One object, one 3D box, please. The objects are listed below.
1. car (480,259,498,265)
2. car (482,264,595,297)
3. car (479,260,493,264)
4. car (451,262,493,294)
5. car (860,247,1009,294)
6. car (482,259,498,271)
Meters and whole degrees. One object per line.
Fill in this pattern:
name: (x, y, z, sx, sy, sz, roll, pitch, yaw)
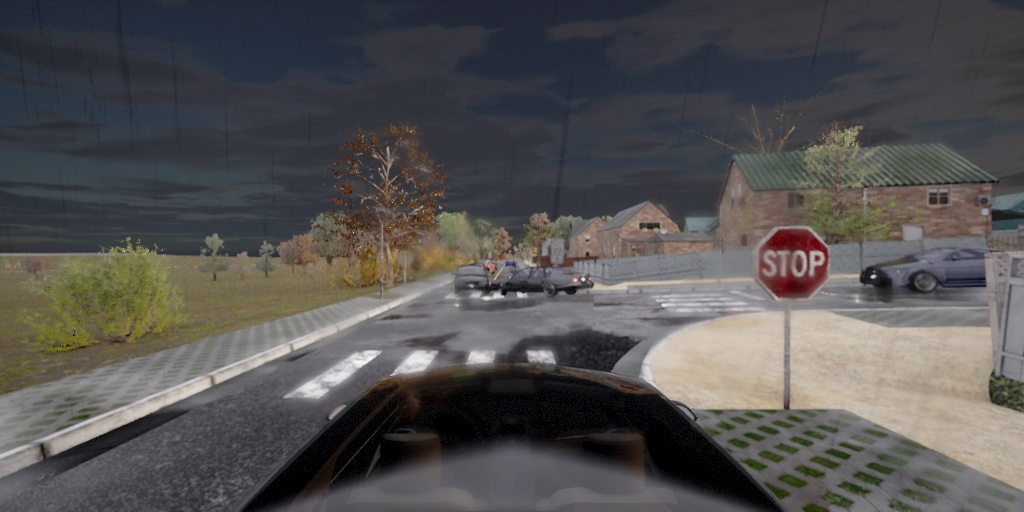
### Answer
car: (-2.997, 1.128, 40.086, 2.097, 1.767, 4.553, 0, 0, 0)
car: (1.278, 1.201, 17.374, 5.357, 1.411, 2.033, -4, -3, 43)
car: (-2.961, 1.313, 30.082, 2.033, 1.411, 5.357, 0, 0, 0)
car: (-2.321, 1.261, 20.270, 1.837, 1.490, 4.892, 0, 0, -8)
car: (14.352, 0.415, 11.803, 4.181, 1.385, 1.994, -3, 0, 16)
car: (-3.022, 1.264, 50.122, 1.882, 1.535, 5.008, 0, 0, 0)
